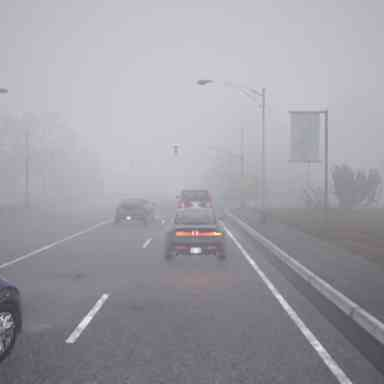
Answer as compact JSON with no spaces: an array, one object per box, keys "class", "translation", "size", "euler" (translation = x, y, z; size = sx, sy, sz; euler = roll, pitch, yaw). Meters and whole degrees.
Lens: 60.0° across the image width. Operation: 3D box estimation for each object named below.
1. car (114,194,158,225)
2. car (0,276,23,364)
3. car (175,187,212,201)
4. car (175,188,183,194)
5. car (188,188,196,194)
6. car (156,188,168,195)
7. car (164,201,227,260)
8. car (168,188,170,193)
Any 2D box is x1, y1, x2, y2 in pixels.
[{"class":"car","translation":[-3.401,1.091,20.264],"size":[1.837,1.490,4.892],"euler":[0,1,0]},{"class":"car","translation":[-3.401,1.292,2.764],"size":[2.097,1.767,4.553],"euler":[0,1,0]},{"class":"car","translation":[0.123,0.789,21.182],"size":[2.150,2.045,5.566],"euler":[0,1,-2]},{"class":"car","translation":[-3.503,-0.334,88.875],"size":[1.882,1.535,5.008],"euler":[0,1,0]},{"class":"car","translation":[-0.003,-0.334,88.876],"size":[1.882,1.535,5.008],"euler":[0,1,0]},{"class":"car","translation":[-7.003,0.001,74.959],"size":[1.812,1.442,4.674],"euler":[0,1,0]},{"class":"car","translation":[0.101,1.272,11.342],"size":[1.837,1.490,4.892],"euler":[0,1,0]},{"class":"car","translation":[-7.003,-0.340,90.558],"size":[2.033,1.411,5.357],"euler":[0,1,0]}]
